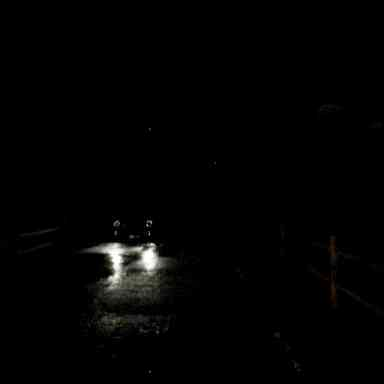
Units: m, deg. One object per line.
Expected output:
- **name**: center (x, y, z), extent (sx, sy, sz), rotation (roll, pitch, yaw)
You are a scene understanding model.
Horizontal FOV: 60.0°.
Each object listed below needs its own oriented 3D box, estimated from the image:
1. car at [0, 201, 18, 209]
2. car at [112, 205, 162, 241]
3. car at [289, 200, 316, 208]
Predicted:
- **car**: center (-34.858, 2.365, 61.698), extent (4.892, 1.490, 1.837), rotation (0, 0, 0)
- **car**: center (-2.844, 1.546, 17.955), extent (2.097, 1.767, 4.553), rotation (0, -1, 0)
- **car**: center (20.313, 2.191, 61.582), extent (5.008, 1.535, 1.882), rotation (0, 0, 0)
